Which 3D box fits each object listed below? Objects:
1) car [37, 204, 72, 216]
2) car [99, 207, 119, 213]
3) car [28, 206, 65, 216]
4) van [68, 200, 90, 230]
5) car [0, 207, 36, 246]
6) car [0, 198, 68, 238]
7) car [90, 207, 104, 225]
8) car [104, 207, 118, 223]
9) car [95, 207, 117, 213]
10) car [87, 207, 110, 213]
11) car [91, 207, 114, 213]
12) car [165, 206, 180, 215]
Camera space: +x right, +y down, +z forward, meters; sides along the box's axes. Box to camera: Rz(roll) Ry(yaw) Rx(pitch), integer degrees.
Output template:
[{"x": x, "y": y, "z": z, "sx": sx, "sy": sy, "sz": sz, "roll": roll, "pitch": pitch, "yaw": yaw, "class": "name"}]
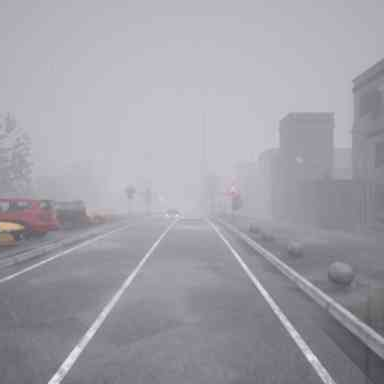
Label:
[{"x": -21.931, "y": 2.862, "z": 53.170, "sx": 4.553, "sy": 1.767, "sz": 2.185, "roll": 0, "pitch": -3, "yaw": 0, "class": "car"}, {"x": -21.743, "y": 4.712, "z": 87.154, "sx": 4.674, "sy": 1.452, "sz": 2.002, "roll": 0, "pitch": -3, "yaw": 0, "class": "car"}, {"x": -21.873, "y": 2.872, "z": 49.995, "sx": 4.674, "sy": 1.452, "sz": 2.002, "roll": 0, "pitch": -3, "yaw": 0, "class": "car"}, {"x": -9.637, "y": 1.520, "z": 22.680, "sx": 4.442, "sy": 1.987, "sz": 1.878, "roll": 0, "pitch": -2, "yaw": 0, "class": "van"}, {"x": -9.467, "y": 1.533, "z": 13.568, "sx": 5.008, "sy": 1.535, "sz": 2.097, "roll": 0, "pitch": -1, "yaw": 0, "class": "car"}, {"x": -9.516, "y": 1.339, "z": 16.490, "sx": 5.566, "sy": 2.045, "sz": 2.435, "roll": 0, "pitch": -1, "yaw": 0, "class": "car"}, {"x": -9.565, "y": 1.705, "z": 25.713, "sx": 4.553, "sy": 1.767, "sz": 2.185, "roll": 0, "pitch": -2, "yaw": 0, "class": "car"}, {"x": -9.361, "y": 1.922, "z": 28.627, "sx": 5.366, "sy": 1.575, "sz": 1.946, "roll": 0, "pitch": -2, "yaw": 0, "class": "car"}, {"x": -21.765, "y": 4.516, "z": 84.011, "sx": 5.008, "sy": 1.535, "sz": 2.097, "roll": 0, "pitch": -3, "yaw": 0, "class": "car"}, {"x": -21.786, "y": 4.232, "z": 77.468, "sx": 4.674, "sy": 1.452, "sz": 2.002, "roll": 0, "pitch": -3, "yaw": 0, "class": "car"}, {"x": -21.769, "y": 4.355, "z": 80.742, "sx": 4.892, "sy": 1.521, "sz": 2.231, "roll": 0, "pitch": -3, "yaw": 0, "class": "car"}, {"x": -3.213, "y": 3.395, "z": 58.189, "sx": 1.895, "sy": 1.301, "sz": 4.718, "roll": 0, "pitch": -3, "yaw": 1, "class": "car"}]
